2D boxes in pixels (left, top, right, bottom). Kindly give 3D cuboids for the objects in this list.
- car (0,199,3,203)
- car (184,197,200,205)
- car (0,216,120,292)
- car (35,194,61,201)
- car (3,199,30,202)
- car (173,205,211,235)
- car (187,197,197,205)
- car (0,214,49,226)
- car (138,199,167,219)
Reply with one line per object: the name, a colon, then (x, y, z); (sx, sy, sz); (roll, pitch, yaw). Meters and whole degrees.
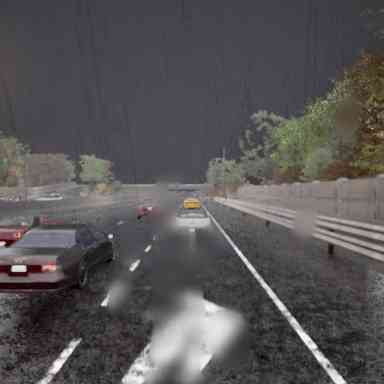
car: (-28.041, 1.621, 47.212); (2.033, 1.411, 5.357); (0, 0, 1)
car: (0.009, 1.541, 42.761); (1.882, 1.535, 5.008); (0, 0, 0)
car: (-3.397, 1.551, 9.041); (2.033, 1.411, 5.357); (0, 0, 0)
car: (-21.042, 1.299, 48.839); (2.150, 2.045, 5.566); (0, 0, 1)
car: (-24.552, 1.639, 47.765); (1.994, 1.385, 4.181); (0, 0, 0)
car: (0.004, 1.614, 18.759); (1.895, 1.301, 4.718); (0, 0, 0)
car: (0.014, 1.691, 63.374); (1.994, 1.385, 4.181); (0, 0, 0)
car: (-6.896, 1.609, 14.298); (1.895, 1.301, 4.718); (0, 0, 0)
car: (-3.394, 1.381, 29.047); (2.097, 1.767, 4.553); (0, 0, 0)
